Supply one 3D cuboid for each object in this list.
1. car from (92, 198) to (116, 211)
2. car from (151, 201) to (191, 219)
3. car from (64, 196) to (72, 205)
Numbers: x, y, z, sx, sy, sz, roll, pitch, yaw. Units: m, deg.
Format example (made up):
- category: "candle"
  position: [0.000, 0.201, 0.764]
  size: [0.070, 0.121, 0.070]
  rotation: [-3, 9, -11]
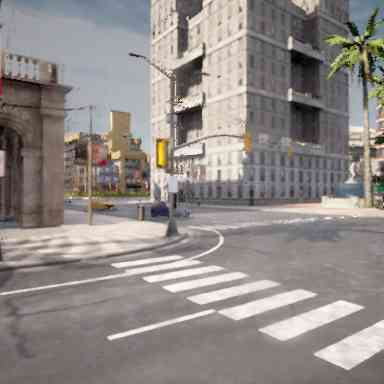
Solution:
- category: "car"
  position: [-11.344, 1.500, 42.447]
  size: [1.882, 1.535, 5.008]
  rotation: [0, 0, -36]
- category: "car"
  position: [-2.006, 1.549, 29.433]
  size: [1.812, 1.442, 4.674]
  rotation: [0, 0, -36]
- category: "car"
  position: [-22.206, 1.499, 57.529]
  size: [1.882, 1.535, 5.008]
  rotation: [0, 0, -36]
